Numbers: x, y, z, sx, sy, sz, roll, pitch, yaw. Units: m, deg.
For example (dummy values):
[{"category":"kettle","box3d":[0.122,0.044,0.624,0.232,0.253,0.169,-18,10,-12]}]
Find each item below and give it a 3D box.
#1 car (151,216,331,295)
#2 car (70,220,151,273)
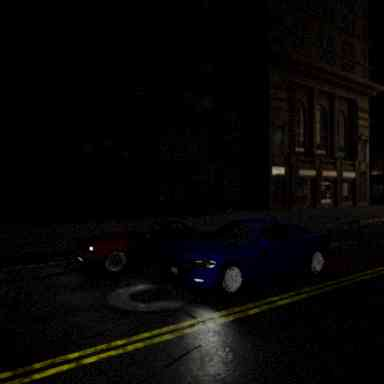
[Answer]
[{"category":"car","box3d":[1.643,1.452,8.850,5.008,1.535,1.882,0,0,-35]},{"category":"car","box3d":[-1.351,1.580,10.706,4.718,1.301,1.895,0,0,-35]}]
